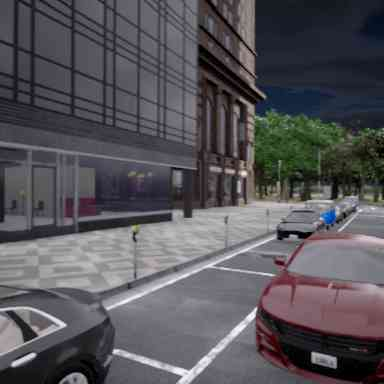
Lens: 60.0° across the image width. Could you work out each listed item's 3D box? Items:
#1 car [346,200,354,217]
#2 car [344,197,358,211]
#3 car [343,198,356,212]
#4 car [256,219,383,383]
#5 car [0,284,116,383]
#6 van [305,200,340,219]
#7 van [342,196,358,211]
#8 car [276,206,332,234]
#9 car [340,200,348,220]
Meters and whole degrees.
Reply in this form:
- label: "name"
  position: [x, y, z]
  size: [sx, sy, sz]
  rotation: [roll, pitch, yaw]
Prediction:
- label: "car"
  position: [13.500, 1.671, 30.788]
  size: [1.947, 1.339, 4.313]
  rotation: [0, 0, 29]
- label: "car"
  position: [18.812, 1.591, 40.278]
  size: [1.967, 1.590, 4.097]
  rotation: [0, 0, 29]
- label: "car"
  position: [16.073, 1.652, 35.385]
  size: [1.752, 1.417, 4.829]
  rotation: [0, 0, 29]
- label: "car"
  position: [2.603, 1.495, 5.656]
  size: [1.882, 1.535, 5.008]
  rotation: [0, 0, 29]
- label: "car"
  position: [-2.433, 1.529, 2.318]
  size: [2.008, 1.369, 4.403]
  rotation: [0, 0, 29]
- label: "van"
  position: [8.190, 1.403, 21.298]
  size: [1.690, 1.788, 3.998]
  rotation: [0, 0, 29]
- label: "van"
  position: [21.468, 1.515, 45.023]
  size: [1.690, 1.788, 3.998]
  rotation: [0, 0, 29]
- label: "car"
  position: [5.534, 1.606, 16.553]
  size: [1.947, 1.339, 4.313]
  rotation: [0, 0, 29]
- label: "car"
  position: [10.762, 1.608, 25.895]
  size: [1.752, 1.417, 4.829]
  rotation: [0, 0, 29]
